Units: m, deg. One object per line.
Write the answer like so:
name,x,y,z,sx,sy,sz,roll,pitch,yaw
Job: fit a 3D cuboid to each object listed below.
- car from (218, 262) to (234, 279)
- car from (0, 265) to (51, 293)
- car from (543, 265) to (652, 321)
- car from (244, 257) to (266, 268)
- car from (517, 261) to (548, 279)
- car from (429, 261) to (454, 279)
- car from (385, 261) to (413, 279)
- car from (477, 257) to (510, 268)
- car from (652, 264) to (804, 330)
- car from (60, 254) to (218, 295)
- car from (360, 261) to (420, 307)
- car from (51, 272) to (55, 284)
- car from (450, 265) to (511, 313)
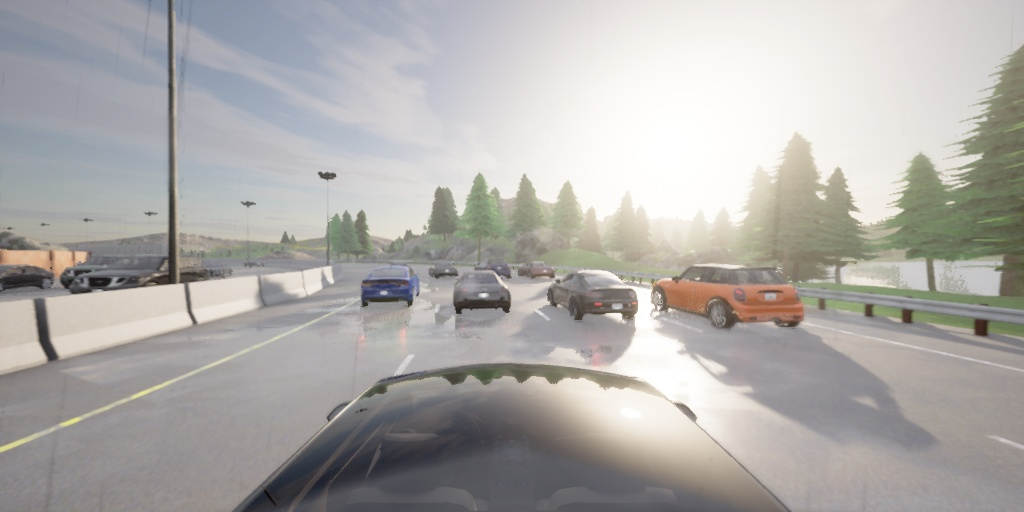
car,-25.072,1.222,30.272,1.994,1.385,4.181,0,0,-27
car,-28.051,1.246,19.702,1.837,1.490,4.892,0,0,-20
car,2.551,1.196,12.039,1.812,1.442,4.674,0,0,-8
car,-37.348,0.893,51.988,4.902,1.511,2.128,0,1,41
car,1.897,1.120,29.596,1.994,1.385,4.181,0,0,-19
car,-5.889,1.144,30.563,1.994,1.385,4.181,0,0,-20
car,-9.866,1.156,31.086,1.994,1.385,4.181,0,0,-23
car,-1.676,0.925,29.193,2.097,1.767,4.553,0,0,-19
car,6.188,1.015,11.015,2.097,1.767,4.553,0,0,-6
car,-16.025,0.940,15.957,2.150,2.045,5.566,0,0,-14
car,-5.030,1.157,15.269,1.882,1.535,5.008,0,0,-10
car,-25.483,0.931,22.898,2.150,2.045,5.566,0,0,-22
car,-1.226,1.239,13.674,1.994,1.385,4.181,0,0,-9
